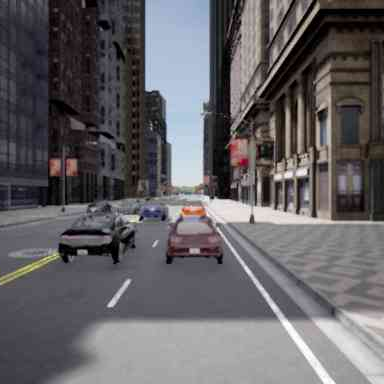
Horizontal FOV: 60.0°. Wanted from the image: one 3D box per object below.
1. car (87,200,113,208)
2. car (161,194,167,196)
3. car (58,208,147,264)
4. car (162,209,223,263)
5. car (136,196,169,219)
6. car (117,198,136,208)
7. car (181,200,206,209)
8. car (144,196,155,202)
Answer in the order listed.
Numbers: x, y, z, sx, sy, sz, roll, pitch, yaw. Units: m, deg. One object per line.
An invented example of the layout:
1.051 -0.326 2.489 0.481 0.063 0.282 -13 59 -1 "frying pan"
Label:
-9.845 1.633 35.648 2.128 1.511 4.902 0 0 0 "car"
-6.502 1.360 76.267 2.097 1.767 4.553 0 0 0 "car"
-3.162 1.539 12.045 2.128 1.511 4.902 0 0 0 "car"
0.088 1.572 12.081 1.812 1.442 4.674 0 0 0 "car"
-3.159 1.463 28.578 2.097 1.767 4.553 0 0 0 "car"
-6.595 1.492 35.544 2.097 1.767 4.553 0 0 0 "car"
0.091 1.463 28.567 2.097 1.767 4.553 0 0 0 "car"
-9.752 1.599 76.207 1.895 1.301 4.718 0 0 0 "car"
